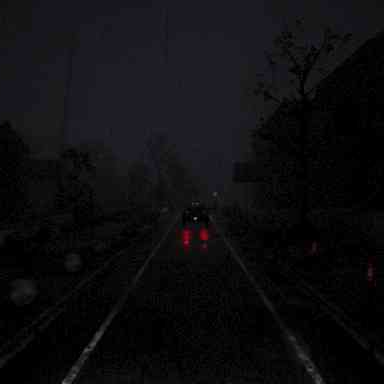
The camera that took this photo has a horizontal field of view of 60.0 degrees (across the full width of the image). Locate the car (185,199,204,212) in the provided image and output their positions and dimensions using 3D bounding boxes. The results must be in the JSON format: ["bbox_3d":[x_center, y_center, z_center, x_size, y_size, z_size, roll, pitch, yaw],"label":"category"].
[{"bbox_3d":[0.333,1.578,40.215,2.128,1.511,4.902,0,-1,0],"label":"car"}]

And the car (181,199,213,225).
[{"bbox_3d":[0.238,1.529,24.103,2.128,1.511,4.902,0,0,0],"label":"car"}]
